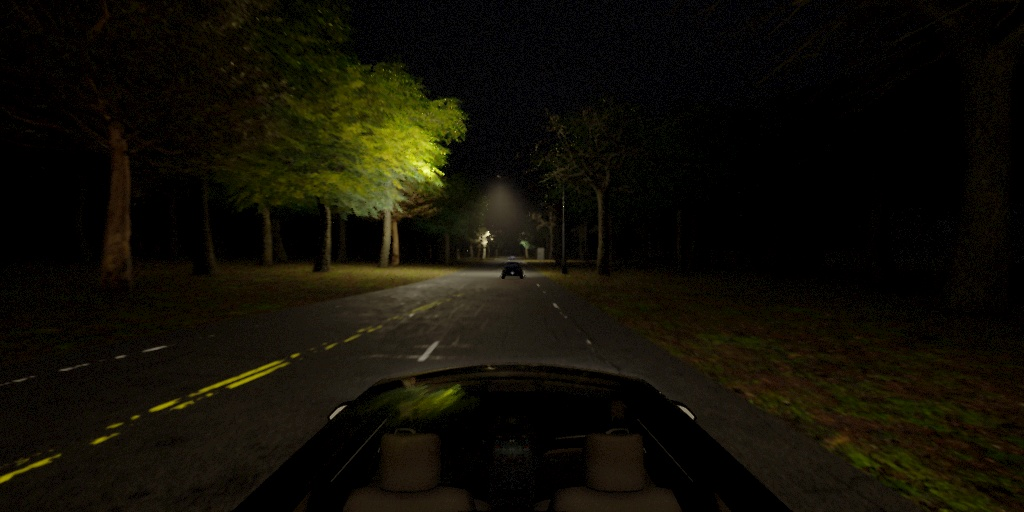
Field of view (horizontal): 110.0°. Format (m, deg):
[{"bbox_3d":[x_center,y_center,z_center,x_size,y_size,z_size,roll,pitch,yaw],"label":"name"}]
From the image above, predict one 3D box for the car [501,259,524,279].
[{"bbox_3d":[0.035,1.250,32.576,1.812,1.442,4.674,0,0,0],"label":"car"}]
